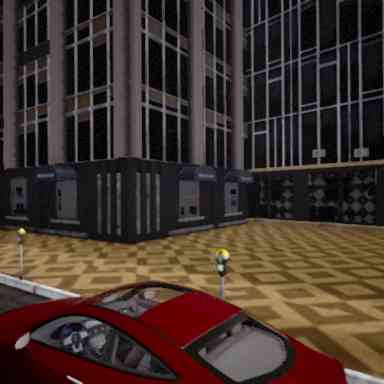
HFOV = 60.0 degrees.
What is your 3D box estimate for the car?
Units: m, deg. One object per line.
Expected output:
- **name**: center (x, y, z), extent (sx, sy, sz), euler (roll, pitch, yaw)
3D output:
- **car**: center (-0.646, 1.605, 3.334), extent (4.206, 1.307, 1.802), euler (-1, 0, 35)
